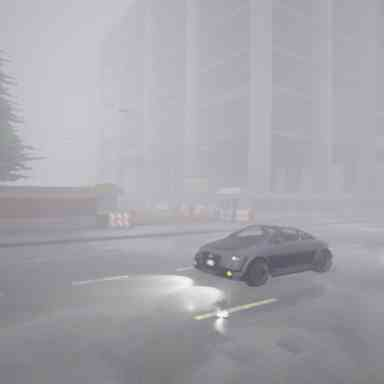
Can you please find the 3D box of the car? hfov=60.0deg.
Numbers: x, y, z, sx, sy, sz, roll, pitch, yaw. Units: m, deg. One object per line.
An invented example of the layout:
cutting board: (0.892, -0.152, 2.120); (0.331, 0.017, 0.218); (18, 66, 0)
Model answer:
car: (2.134, 1.647, 9.597); (4.181, 1.385, 1.994); (1, 0, -34)
